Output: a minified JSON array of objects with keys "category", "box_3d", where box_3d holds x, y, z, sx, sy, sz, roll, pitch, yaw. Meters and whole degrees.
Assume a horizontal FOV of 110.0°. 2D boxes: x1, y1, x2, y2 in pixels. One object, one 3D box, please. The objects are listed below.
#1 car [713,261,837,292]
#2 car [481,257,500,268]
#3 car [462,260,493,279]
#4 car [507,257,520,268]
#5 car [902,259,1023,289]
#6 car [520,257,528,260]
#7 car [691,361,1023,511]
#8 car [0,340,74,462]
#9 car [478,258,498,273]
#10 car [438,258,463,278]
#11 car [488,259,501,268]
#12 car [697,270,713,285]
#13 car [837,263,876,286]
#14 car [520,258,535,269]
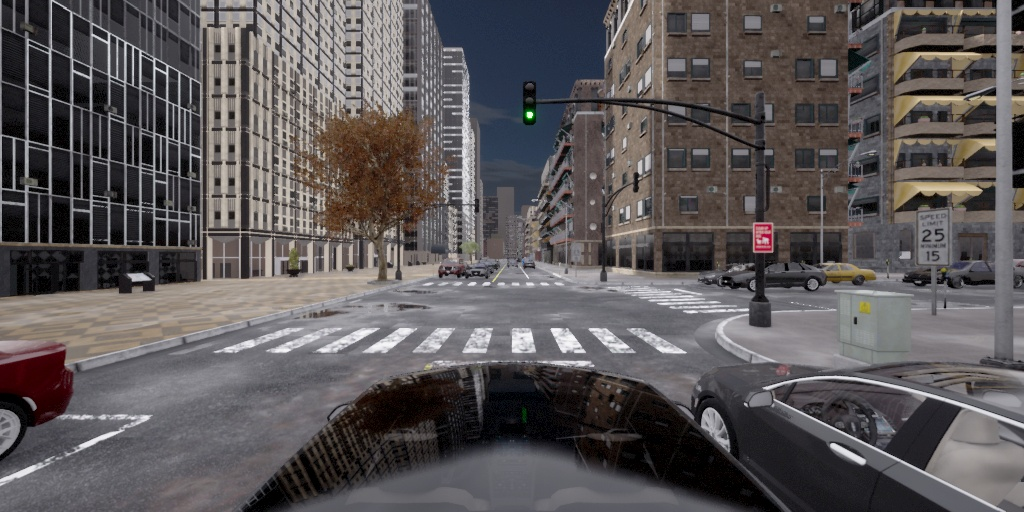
[{"category":"car","box_3d":[13.655,1.051,18.834,4.892,1.490,1.837,-1,0,0]},{"category":"car","box_3d":[-3.077,1.142,52.404,2.097,1.767,4.553,0,0,0]},{"category":"car","box_3d":[-3.084,1.333,32.870,1.994,1.385,4.181,0,0,1]},{"category":"car","box_3d":[0.124,1.353,64.012,2.033,1.411,5.357,0,0,0]},{"category":"car","box_3d":[24.071,0.949,18.926,5.357,1.411,2.033,-1,0,0]},{"category":"car","box_3d":[2.704,1.328,62.170,1.751,1.417,4.829,0,0,0]},{"category":"car","box_3d":[2.689,1.300,1.999,2.007,1.370,4.403,0,0,0]},{"category":"car","box_3d":[-5.691,1.295,2.001,1.888,1.381,4.507,0,0,0]},{"category":"car","box_3d":[-3.091,1.326,42.255,2.033,1.411,5.357,0,0,0]},{"category":"car","box_3d":[-5.684,1.085,34.388,2.192,1.841,5.009,0,0,0]},{"category":"car","box_3d":[-3.034,1.295,62.782,2.128,1.511,4.902,0,0,0]},{"category":"car","box_3d":[13.439,1.099,21.412,4.403,1.370,2.007,0,0,-1]},{"category":"car","box_3d":[18.837,0.997,21.466,4.829,1.417,1.751,0,0,-1]},{"category":"car","box_3d":[2.703,1.360,56.477,1.948,1.339,4.313,0,0,0]}]
